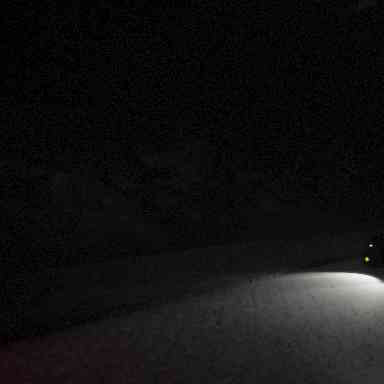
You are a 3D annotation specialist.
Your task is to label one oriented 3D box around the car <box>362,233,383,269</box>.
[{"bbox_3d":[6.574,1.404,9.188,4.181,1.385,1.994,-1,1,-35],"label":"car"}]
